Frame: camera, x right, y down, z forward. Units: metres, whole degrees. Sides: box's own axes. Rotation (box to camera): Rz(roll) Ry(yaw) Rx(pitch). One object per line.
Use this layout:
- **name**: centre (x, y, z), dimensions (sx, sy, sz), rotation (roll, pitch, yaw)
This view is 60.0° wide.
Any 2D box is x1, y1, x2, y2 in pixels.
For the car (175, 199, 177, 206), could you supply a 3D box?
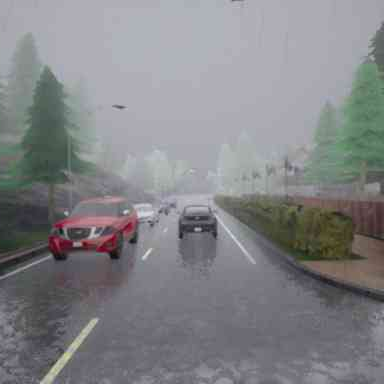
- **car**: centre (-3.022, 1.453, 44.420), dimensions (1.882, 1.535, 5.008), rotation (-2, 0, 1)

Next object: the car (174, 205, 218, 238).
- **car**: centre (0.287, 1.417, 17.268), dimensions (1.837, 1.490, 4.892), rotation (-2, 0, 1)

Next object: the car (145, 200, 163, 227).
- **car**: centre (-3.331, 1.534, 22.763), dimensions (1.812, 1.442, 4.674), rotation (-2, 0, 1)

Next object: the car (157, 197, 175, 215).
- **car**: centre (-3.182, 1.484, 33.084), dimensions (2.128, 1.511, 4.902), rotation (-2, 0, 1)

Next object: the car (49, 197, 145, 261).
- **car**: centre (-3.473, 1.245, 12.935), dimensions (2.150, 2.045, 5.566), rotation (-2, 0, 1)
